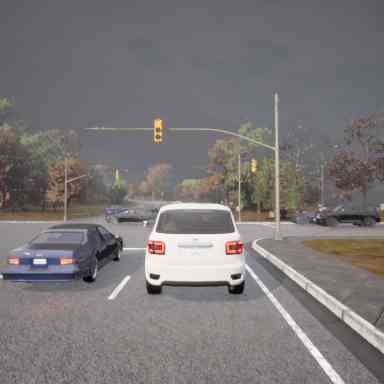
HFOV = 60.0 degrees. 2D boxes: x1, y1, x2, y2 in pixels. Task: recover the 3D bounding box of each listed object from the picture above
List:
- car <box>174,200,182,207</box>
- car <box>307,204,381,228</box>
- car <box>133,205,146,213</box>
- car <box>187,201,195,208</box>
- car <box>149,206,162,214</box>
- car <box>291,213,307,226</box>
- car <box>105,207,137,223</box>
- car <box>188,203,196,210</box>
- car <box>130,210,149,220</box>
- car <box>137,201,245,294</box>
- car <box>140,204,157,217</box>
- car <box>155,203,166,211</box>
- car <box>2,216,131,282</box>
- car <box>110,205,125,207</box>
[{"bbox_3d":[-3.661,3.077,87.387,1.882,1.535,5.008,0,0,-3],"label":"car"},{"bbox_3d":[13.493,2.058,29.149,5.566,2.045,2.150,0,-3,-2],"label":"car"},{"bbox_3d":[-10.562,3.468,67.671,1.895,1.301,4.718,0,0,0],"label":"car"},{"bbox_3d":[-0.185,3.271,87.743,1.837,1.490,4.892,0,0,-3],"label":"car"},{"bbox_3d":[-7.090,3.469,65.187,1.895,1.301,4.718,0,0,0],"label":"car"},{"bbox_3d":[11.944,2.554,32.588,4.181,1.385,1.994,0,-3,-2],"label":"car"},{"bbox_3d":[-5.956,2.493,32.837,4.902,1.511,2.128,0,-3,4],"label":"car"},{"bbox_3d":[-0.060,3.318,77.591,1.837,1.490,4.892,0,0,0],"label":"car"},{"bbox_3d":[-7.122,3.135,45.738,1.895,1.301,4.718,0,-2,-1],"label":"car"},{"bbox_3d":[0.076,1.318,9.125,2.150,2.045,5.566,0,-1,0],"label":"car"},{"bbox_3d":[-7.133,2.997,55.266,2.150,2.045,5.566,0,-1,0],"label":"car"},{"bbox_3d":[-7.058,3.367,75.885,2.033,1.411,5.357,0,0,0],"label":"car"},{"bbox_3d":[-3.425,1.662,9.977,2.033,1.411,5.357,0,-1,0],"label":"car"},{"bbox_3d":[-10.644,2.800,47.095,2.150,2.045,5.566,0,-2,-2],"label":"car"}]
